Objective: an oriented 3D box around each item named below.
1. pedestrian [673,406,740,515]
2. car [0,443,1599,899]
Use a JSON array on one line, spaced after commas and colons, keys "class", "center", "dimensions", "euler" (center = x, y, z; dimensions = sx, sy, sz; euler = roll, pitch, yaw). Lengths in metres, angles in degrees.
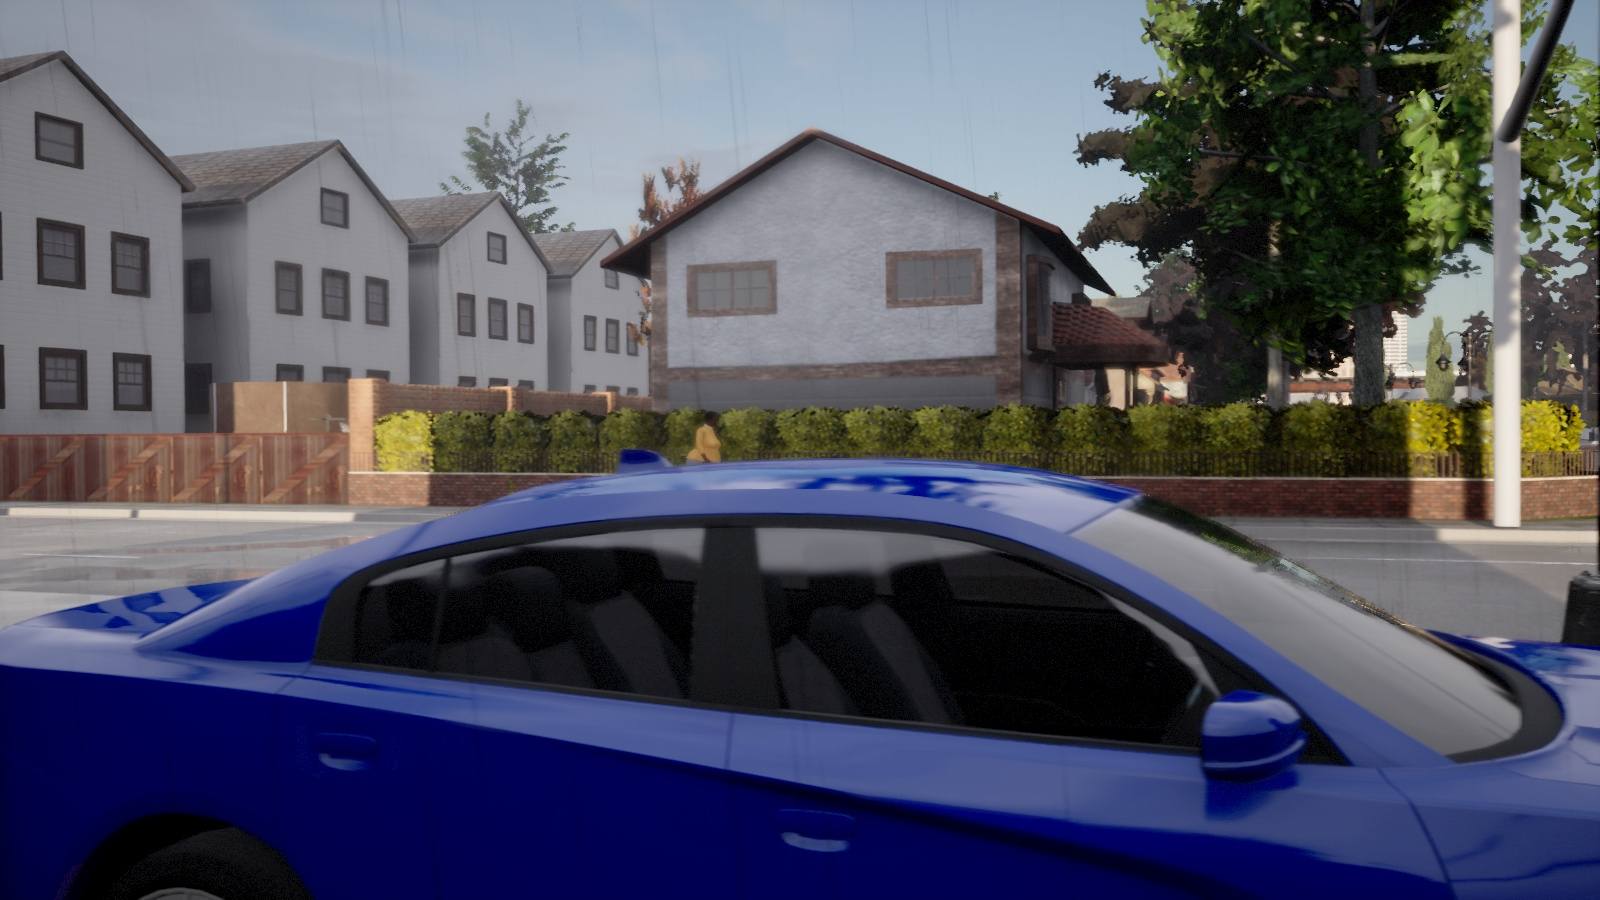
[{"class": "pedestrian", "center": [-1.614, 0.173, 21.801], "dimensions": [0.900, 1.855, 0.874], "euler": [0, 1, 18]}, {"class": "car", "center": [0.346, 0.763, 3.077], "dimensions": [5.008, 1.535, 1.882], "euler": [0, 1, 19]}]
